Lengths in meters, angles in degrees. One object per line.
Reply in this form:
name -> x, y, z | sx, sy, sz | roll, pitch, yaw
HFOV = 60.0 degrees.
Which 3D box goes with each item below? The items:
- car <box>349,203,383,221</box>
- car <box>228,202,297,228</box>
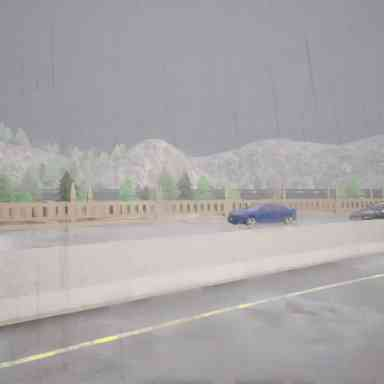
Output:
car -> 12.748, 1.510, 22.204 | 4.892, 1.490, 1.837 | 0, 0, -22
car -> 4.779, 1.481, 22.506 | 5.008, 1.535, 1.882 | 0, 0, -25
